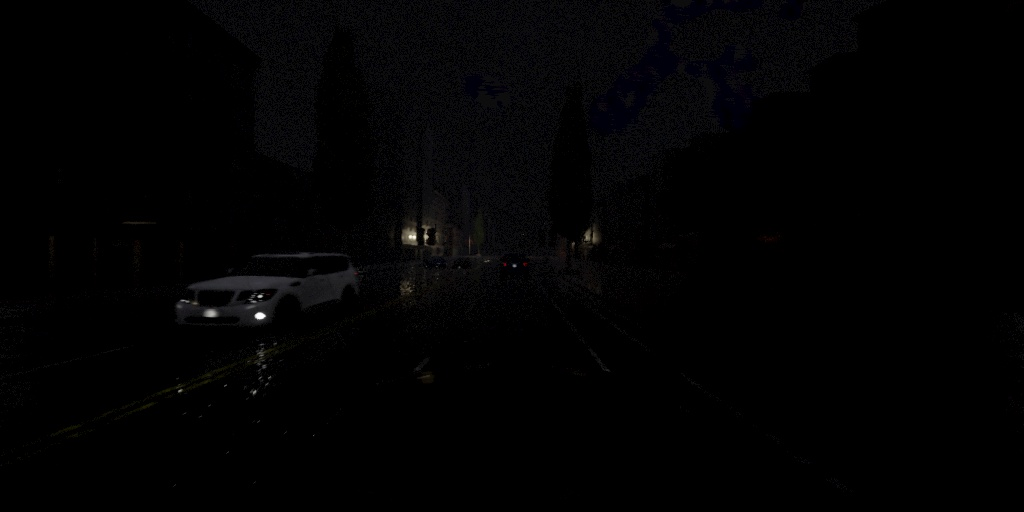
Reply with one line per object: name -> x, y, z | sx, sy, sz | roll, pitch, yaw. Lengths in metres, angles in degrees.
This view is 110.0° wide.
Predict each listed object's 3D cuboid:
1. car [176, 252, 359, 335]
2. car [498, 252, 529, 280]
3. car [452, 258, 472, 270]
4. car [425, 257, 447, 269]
car -> -6.527, 0.891, 10.540 | 2.150, 2.045, 5.566 | 0, 0, 0
car -> 0.221, 0.787, 28.975 | 2.150, 2.045, 5.566 | 0, 0, 1
car -> -6.144, 0.899, 44.793 | 2.033, 1.411, 5.357 | 0, 1, 0
car -> -9.398, 0.812, 44.556 | 1.882, 1.535, 5.008 | 0, 0, 1
